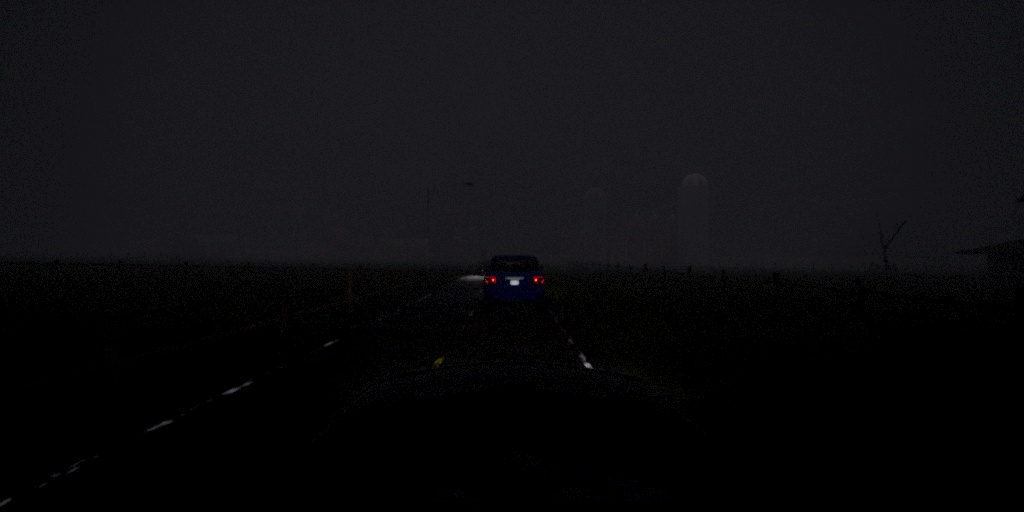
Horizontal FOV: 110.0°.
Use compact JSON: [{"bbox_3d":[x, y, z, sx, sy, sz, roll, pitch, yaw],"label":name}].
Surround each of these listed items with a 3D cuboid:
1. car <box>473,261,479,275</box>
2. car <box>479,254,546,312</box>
[{"bbox_3d":[-2.861,1.179,37.003,1.837,1.490,4.892,0,0,0],"label":"car"},{"bbox_3d":[0.088,0.944,14.277,2.150,2.045,5.566,0,0,0],"label":"car"}]
